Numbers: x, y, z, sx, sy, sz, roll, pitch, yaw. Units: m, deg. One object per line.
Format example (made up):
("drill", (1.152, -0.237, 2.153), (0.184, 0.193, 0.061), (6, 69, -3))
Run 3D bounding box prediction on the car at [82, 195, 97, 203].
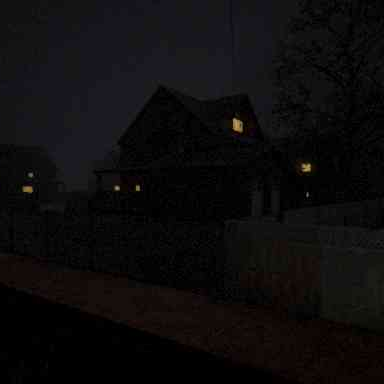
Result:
("car", (-11.987, 0.967, 38.250), (1.895, 1.301, 4.718), (1, 2, 35))
